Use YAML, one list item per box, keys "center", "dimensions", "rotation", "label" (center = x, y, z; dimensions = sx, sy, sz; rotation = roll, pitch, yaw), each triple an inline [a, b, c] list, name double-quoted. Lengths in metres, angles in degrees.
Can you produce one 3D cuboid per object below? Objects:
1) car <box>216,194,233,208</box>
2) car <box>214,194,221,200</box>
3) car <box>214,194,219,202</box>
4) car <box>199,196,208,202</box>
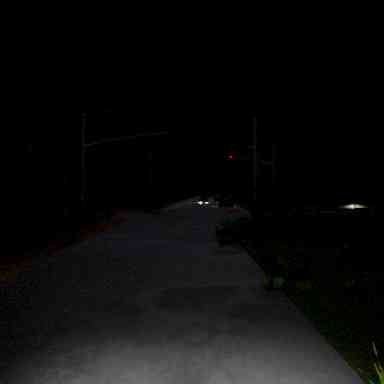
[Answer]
- center: [4.827, 1.494, 47.436]
  dimensions: [1.882, 1.535, 5.008]
  rotation: [0, 0, 3]
  label: "car"
- center: [6.802, 1.393, 88.421]
  dimensions: [1.837, 1.490, 4.892]
  rotation: [0, 0, 3]
  label: "car"
- center: [6.322, 1.637, 78.459]
  dimensions: [1.895, 1.301, 4.718]
  rotation: [0, 0, 3]
  label: "car"
- center: [2.615, 1.585, 74.248]
  dimensions: [2.033, 1.411, 5.357]
  rotation: [0, 0, 3]
  label: "car"
